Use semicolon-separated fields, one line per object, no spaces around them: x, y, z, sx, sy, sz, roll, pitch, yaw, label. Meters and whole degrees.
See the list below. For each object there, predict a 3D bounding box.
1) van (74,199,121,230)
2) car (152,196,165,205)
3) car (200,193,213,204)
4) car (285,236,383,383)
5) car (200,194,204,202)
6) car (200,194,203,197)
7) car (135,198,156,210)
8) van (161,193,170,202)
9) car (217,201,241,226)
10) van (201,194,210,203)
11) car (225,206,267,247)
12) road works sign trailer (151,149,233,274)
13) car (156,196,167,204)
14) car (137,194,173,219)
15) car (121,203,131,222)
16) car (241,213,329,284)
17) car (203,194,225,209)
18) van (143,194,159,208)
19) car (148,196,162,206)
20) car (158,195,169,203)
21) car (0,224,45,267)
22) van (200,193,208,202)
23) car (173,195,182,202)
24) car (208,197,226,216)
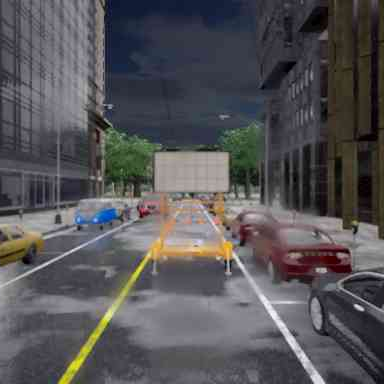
-5.780;1.306;20.205;1.690;1.788;3.998;0;0;0;van
-5.812;1.477;58.268;1.947;1.339;4.313;0;0;0;car
2.709;1.220;63.712;2.192;1.841;5.009;0;0;0;car
2.759;1.544;3.899;2.008;1.369;4.403;0;0;0;car
2.718;1.463;52.837;1.887;1.381;4.507;0;0;0;car
2.714;1.352;58.274;1.967;1.590;4.097;0;0;0;car
-5.798;1.498;41.955;1.947;1.339;4.313;0;0;0;car
-5.825;1.234;74.580;1.690;1.788;3.998;0;0;0;van
2.745;1.490;20.382;1.752;1.417;4.829;0;0;0;car
2.704;1.241;69.150;1.690;1.788;3.998;0;0;0;van
2.750;1.519;14.774;1.887;1.381;4.507;0;0;0;car
-0.008;0.446;10.475;2.380;3.560;2.880;0;0;0;road works sign trailer
-5.816;1.430;63.535;1.752;1.417;4.829;0;0;0;car
-3.121;1.176;28.425;2.150;2.045;5.566;0;0;0;car
-5.784;1.507;25.642;2.008;1.369;4.403;0;0;0;car
2.755;1.528;9.337;1.887;1.381;4.507;0;0;0;car
2.732;1.255;36.524;2.192;1.841;5.009;0;0;0;car
-5.803;1.266;47.392;1.690;1.788;3.998;0;0;0;van
-5.807;1.443;52.660;1.752;1.417;4.829;0;0;0;car
-5.821;1.339;69.143;1.967;1.590;4.097;0;0;0;car
-5.771;1.509;9.160;1.752;1.417;4.829;0;0;0;car
2.700;1.235;74.587;1.690;1.788;3.998;0;0;0;van
-3.057;1.383;69.468;2.033;1.411;5.357;0;0;0;car
2.736;1.473;31.257;1.752;1.417;4.829;0;0;0;car
